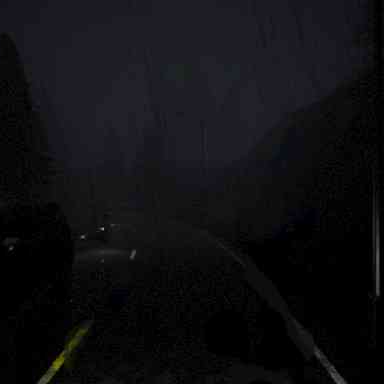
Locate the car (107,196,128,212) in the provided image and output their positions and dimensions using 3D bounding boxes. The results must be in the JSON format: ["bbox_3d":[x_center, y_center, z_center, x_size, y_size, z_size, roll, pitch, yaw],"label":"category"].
[{"bbox_3d":[-8.648,1.258,36.594,2.097,1.767,4.553,0,0,-30],"label":"car"}]

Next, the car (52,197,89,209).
[{"bbox_3d":[-16.514,1.432,45.186,5.357,1.411,2.033,0,0,35],"label":"car"}]

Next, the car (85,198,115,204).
[{"bbox_3d":[-7.387,1.439,25.496,1.837,1.490,4.892,0,0,-21],"label":"car"}]

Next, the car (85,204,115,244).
[{"bbox_3d":[-4.723,1.486,15.416,1.812,1.442,4.674,0,0,-11],"label":"car"}]

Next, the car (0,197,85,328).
[{"bbox_3d":[-3.732,1.207,5.583,2.150,2.045,5.566,0,0,-2],"label":"car"}]
